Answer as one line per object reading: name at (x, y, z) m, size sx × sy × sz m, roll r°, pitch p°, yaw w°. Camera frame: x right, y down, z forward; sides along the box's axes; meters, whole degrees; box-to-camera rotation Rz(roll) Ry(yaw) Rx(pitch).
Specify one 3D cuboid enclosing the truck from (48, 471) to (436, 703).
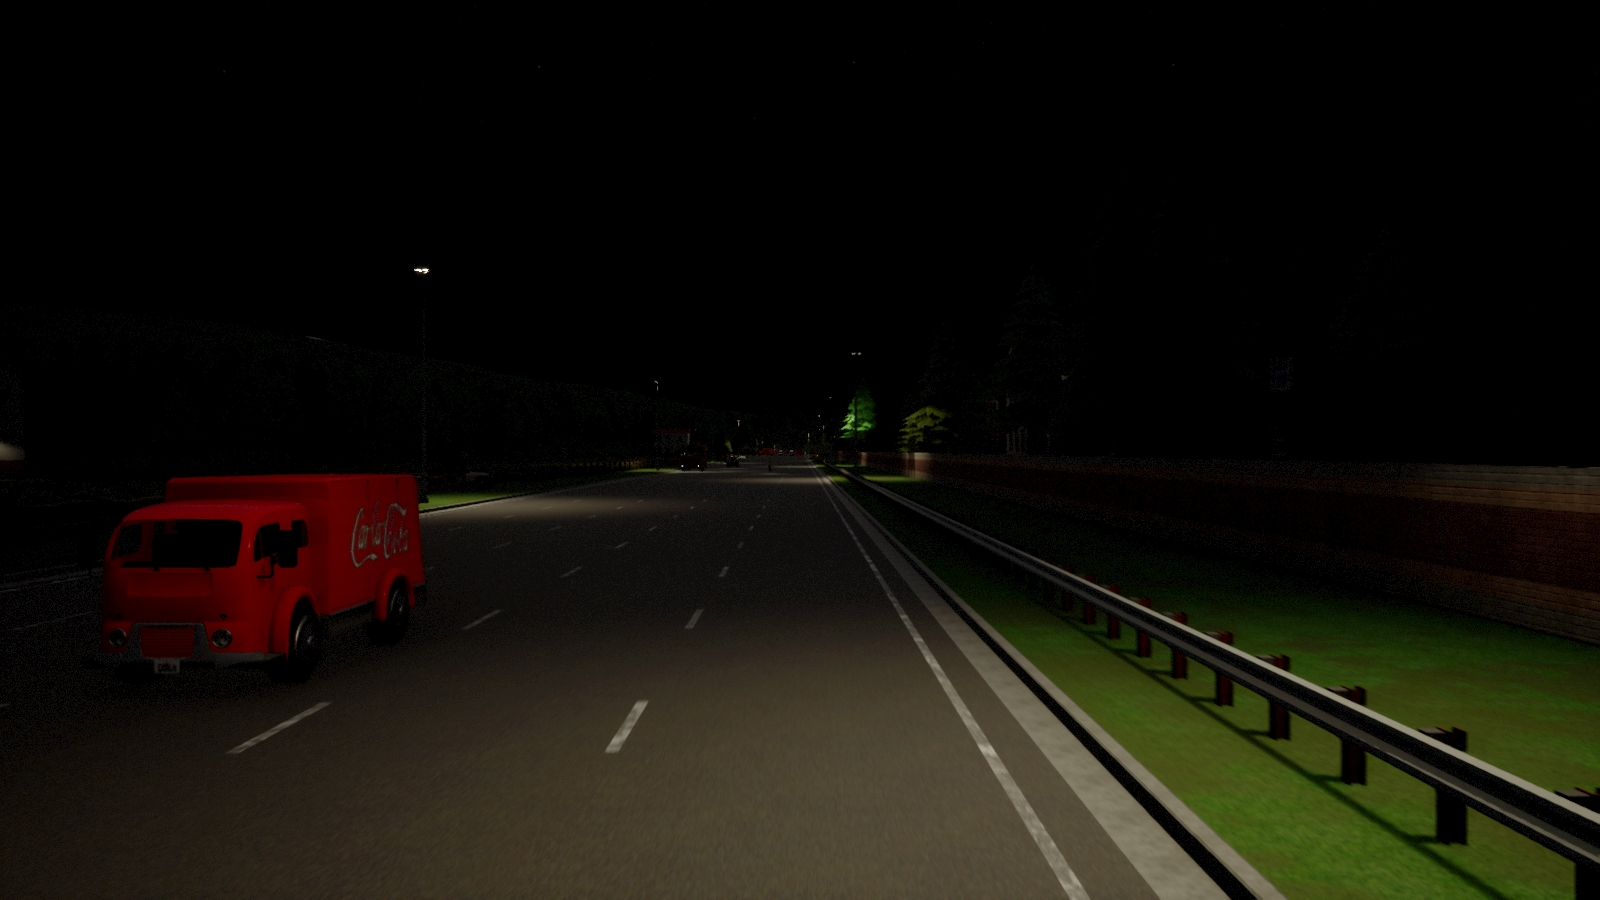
truck at (-7.000, 1.568, 15.232) m, size 2.627 × 2.467 × 5.204 m, roll 0°, pitch 0°, yaw 0°
